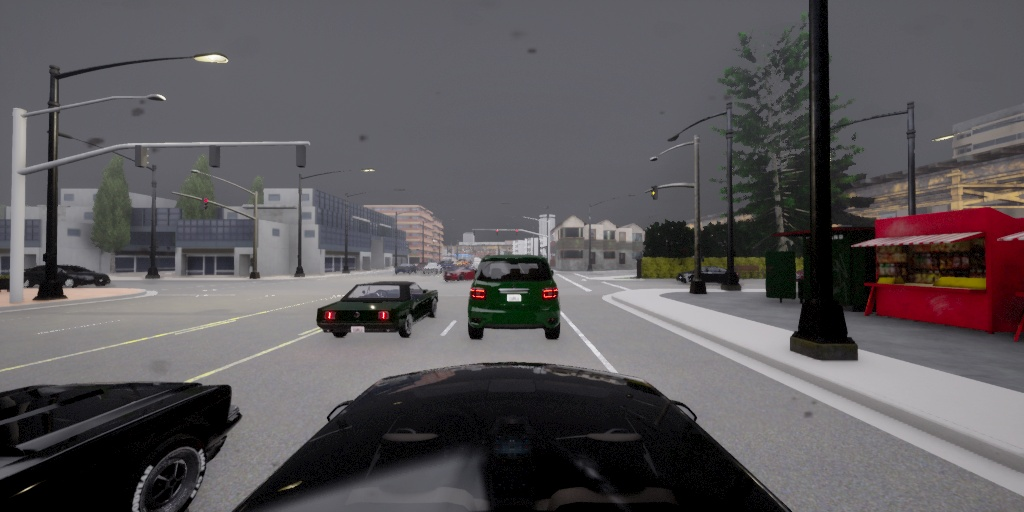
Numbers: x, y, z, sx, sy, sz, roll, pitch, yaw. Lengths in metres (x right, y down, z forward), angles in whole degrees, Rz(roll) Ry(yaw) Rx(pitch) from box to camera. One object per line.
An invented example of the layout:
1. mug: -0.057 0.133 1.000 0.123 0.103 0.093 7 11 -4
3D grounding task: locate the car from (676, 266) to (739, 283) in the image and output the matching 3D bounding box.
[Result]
1. car: 14.746 1.449 27.128 4.181 1.385 1.994 0 -1 0

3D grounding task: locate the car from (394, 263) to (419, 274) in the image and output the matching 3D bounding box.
1. car: -14.139 1.671 48.259 2.033 1.411 5.357 0 -1 0

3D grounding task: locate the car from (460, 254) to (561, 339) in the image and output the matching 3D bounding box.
1. car: 0.060 0.986 10.241 2.150 2.045 5.566 0 0 0

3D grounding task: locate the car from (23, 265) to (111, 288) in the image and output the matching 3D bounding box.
1. car: -29.638 1.341 23.760 4.892 1.490 1.837 1 -1 1

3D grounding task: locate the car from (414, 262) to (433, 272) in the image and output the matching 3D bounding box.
1. car: -14.118 1.699 57.480 1.812 1.442 4.674 0 0 0

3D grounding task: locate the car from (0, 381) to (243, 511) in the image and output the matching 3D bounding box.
1. car: -3.402 1.351 1.118 1.895 1.301 4.718 0 0 0

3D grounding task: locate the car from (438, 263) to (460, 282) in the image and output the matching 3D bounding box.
1. car: -3.880 1.504 31.010 1.994 1.385 4.181 -1 -1 44

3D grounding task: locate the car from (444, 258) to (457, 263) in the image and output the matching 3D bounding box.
1. car: -10.618 1.527 56.914 2.097 1.767 4.553 0 0 0

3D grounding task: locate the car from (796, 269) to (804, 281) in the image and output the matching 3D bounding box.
1. car: 23.244 1.409 27.060 4.674 1.442 1.812 0 -1 1

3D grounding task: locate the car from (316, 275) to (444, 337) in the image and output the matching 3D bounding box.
1. car: -3.437 1.368 10.257 1.895 1.301 4.718 0 0 0

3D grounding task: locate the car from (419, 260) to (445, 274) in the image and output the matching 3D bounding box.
1. car: -10.629 1.644 47.886 1.812 1.442 4.674 0 0 0
